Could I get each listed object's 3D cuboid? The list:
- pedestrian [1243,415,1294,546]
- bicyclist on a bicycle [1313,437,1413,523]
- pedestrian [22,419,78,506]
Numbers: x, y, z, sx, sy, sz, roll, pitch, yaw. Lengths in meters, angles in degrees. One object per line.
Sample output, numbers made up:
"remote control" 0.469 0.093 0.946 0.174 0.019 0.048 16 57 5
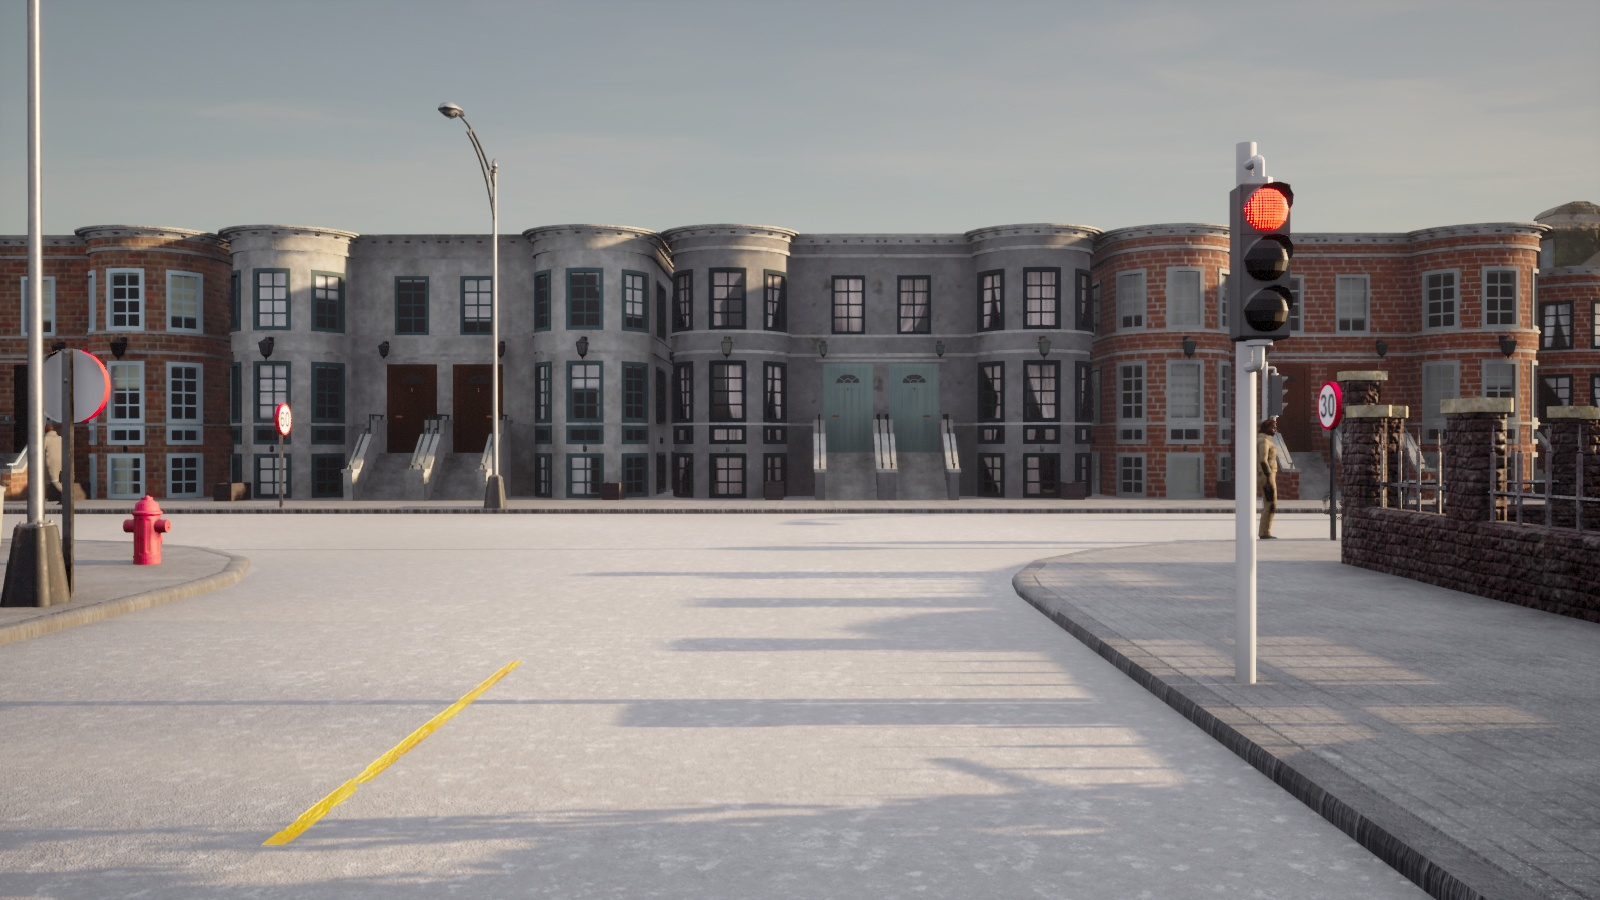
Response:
"pedestrian" 6.994 0.446 18.756 0.692 1.930 0.396 0 0 18
"bicyclist on a bicycle" 10.859 0.571 24.247 1.656 1.620 0.582 0 0 0
"pedestrian" -17.025 0.282 28.507 0.873 1.952 0.659 0 0 4
